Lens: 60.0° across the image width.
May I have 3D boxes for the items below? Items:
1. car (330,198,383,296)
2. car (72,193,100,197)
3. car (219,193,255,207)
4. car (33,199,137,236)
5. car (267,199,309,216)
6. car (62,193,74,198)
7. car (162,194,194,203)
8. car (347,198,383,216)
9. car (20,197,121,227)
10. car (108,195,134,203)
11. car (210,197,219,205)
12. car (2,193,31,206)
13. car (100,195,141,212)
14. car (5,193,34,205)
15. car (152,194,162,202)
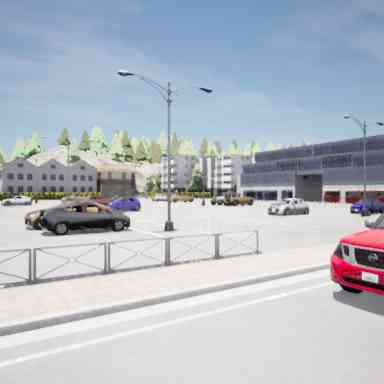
[{"bbox_3d":[5.578,1.214,7.605,5.566,2.045,2.150,0,0,-33],"label":"car"},{"bbox_3d":[-12.431,1.281,42.419,4.514,1.523,2.007,0,0,-33],"label":"car"},{"bbox_3d":[6.607,1.068,46.981,4.605,1.855,1.932,0,0,-33],"label":"car"},{"bbox_3d":[-5.474,1.333,17.238,4.514,1.523,2.007,0,0,-33],"label":"car"},{"bbox_3d":[8.617,1.363,29.761,3.806,1.475,1.970,0,0,-33],"label":"car"},{"bbox_3d":[-18.524,1.077,53.307,4.605,1.855,1.932,0,0,-33],"label":"car"},{"bbox_3d":[-2.177,1.122,60.001,5.027,1.636,2.152,0,0,-33],"label":"car"},{"bbox_3d":[16.477,1.348,31.235,3.633,1.501,1.845,0,0,-33],"label":"car"},{"bbox_3d":[-7.204,1.323,19.855,5.027,1.636,2.152,0,0,-33],"label":"car"},{"bbox_3d":[-13.811,1.269,64.540,4.514,1.523,2.007,0,0,-33],"label":"car"},{"bbox_3d":[4.698,1.047,49.210,3.866,1.878,1.905,0,0,-33],"label":"car"},{"bbox_3d":[-25.655,1.347,48.719,3.806,1.475,1.970,0,0,-33],"label":"car"},{"bbox_3d":[-7.097,1.305,33.969,3.633,1.501,1.845,0,0,-33],"label":"car"},{"bbox_3d":[-26.926,1.062,51.851,3.866,1.878,1.905,0,0,-33],"label":"car"},{"bbox_3d":[-5.898,1.199,65.239,3.806,1.475,1.970,0,0,-33],"label":"car"}]
